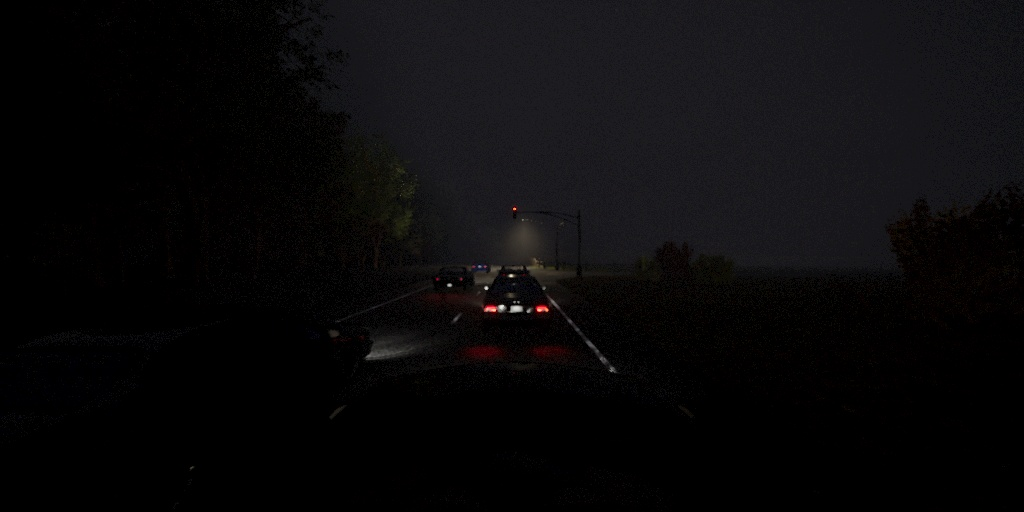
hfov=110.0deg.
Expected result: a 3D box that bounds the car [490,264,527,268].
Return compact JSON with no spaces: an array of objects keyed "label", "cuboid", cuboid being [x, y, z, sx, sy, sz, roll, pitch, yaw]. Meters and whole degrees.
[{"label":"car","cuboid":[0.105,1.185,20.590,2.128,1.511,4.902,0,0,0]}]

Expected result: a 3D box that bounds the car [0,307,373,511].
[{"label":"car","cuboid":[-3.399,1.291,3.942,2.033,1.411,5.357,0,0,0]}]

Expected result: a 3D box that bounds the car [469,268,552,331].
[{"label":"car","cuboid":[0.102,1.270,10.842,2.033,1.411,5.357,0,0,0]}]

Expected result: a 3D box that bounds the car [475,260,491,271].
[{"label":"car","cuboid":[-3.400,1.180,40.268,2.033,1.411,5.357,0,0,0]}]

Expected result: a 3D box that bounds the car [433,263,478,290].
[{"label":"car","cuboid":[-3.400,1.291,21.750,1.895,1.301,4.718,0,0,0]}]

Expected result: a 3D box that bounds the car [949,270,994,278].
[{"label":"car","cuboid":[50.207,1.772,39.231,4.718,1.301,1.895,1,-1,0]}]
